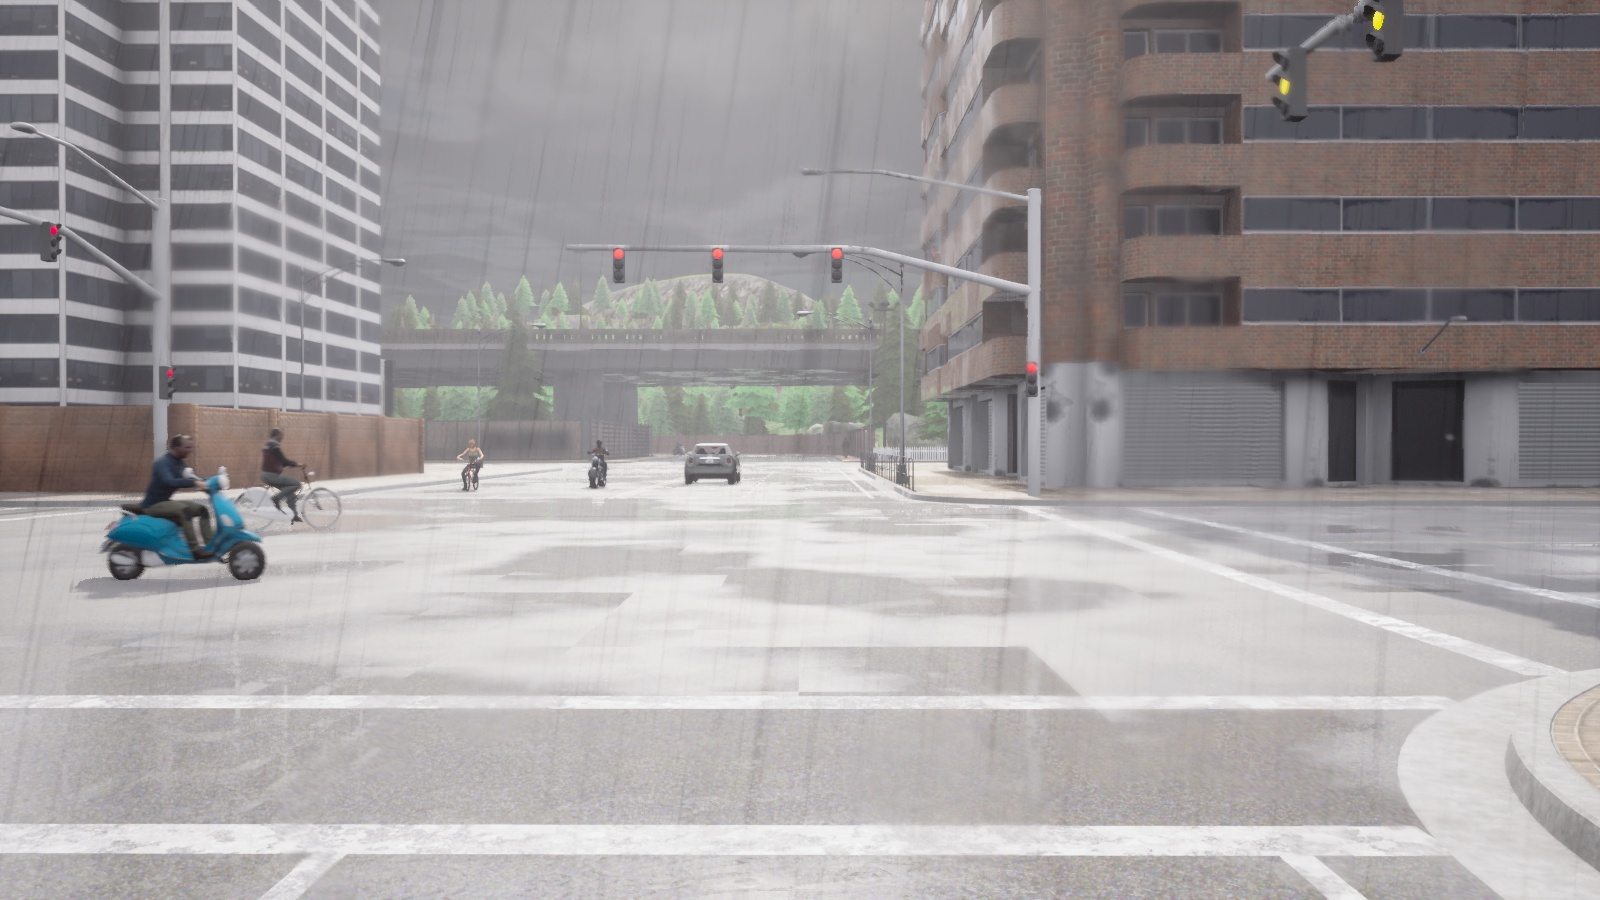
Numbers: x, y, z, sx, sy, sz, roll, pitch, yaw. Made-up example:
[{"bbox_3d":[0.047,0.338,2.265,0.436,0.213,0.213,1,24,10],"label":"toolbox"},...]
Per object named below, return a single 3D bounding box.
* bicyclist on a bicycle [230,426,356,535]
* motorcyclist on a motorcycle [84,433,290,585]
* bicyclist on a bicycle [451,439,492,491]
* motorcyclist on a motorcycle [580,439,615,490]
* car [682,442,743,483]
[{"bbox_3d":[-8.583,0.490,21.304,1.843,1.776,0.659,-1,0,-42],"label":"bicyclist on a bicycle"},{"bbox_3d":[-6.619,0.618,13.632,1.817,1.590,0.866,0,0,1],"label":"motorcyclist on a motorcycle"},{"bbox_3d":[-10.263,0.453,39.234,0.866,1.612,1.509,0,0,1],"label":"bicyclist on a bicycle"},{"bbox_3d":[-6.752,0.454,42.021,0.766,1.649,2.350,0,0,0],"label":"motorcyclist on a motorcycle"},{"bbox_3d":[-3.226,0.445,46.908,1.970,1.475,3.806,0,0,0],"label":"car"}]
